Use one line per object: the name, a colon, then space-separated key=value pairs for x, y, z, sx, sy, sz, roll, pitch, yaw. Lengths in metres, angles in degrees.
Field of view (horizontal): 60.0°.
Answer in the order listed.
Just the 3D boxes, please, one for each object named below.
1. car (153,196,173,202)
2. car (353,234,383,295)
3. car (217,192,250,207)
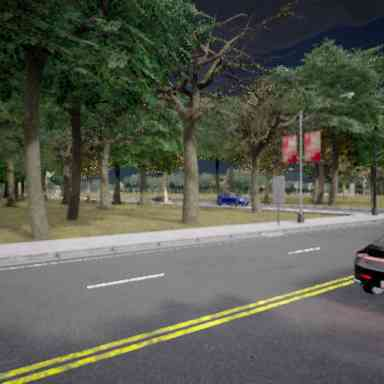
car: x=-5.835 y=1.411 z=65.528 sx=2.033 sy=1.411 sz=5.357 roll=0 pitch=0 yaw=-35
car: x=5.526 y=1.464 z=7.378 sx=4.902 sy=1.511 sz=2.128 roll=0 pitch=0 yaw=-35
car: x=5.943 y=1.081 z=48.826 sx=2.150 sy=2.045 sz=5.566 roll=0 pitch=0 yaw=-35
